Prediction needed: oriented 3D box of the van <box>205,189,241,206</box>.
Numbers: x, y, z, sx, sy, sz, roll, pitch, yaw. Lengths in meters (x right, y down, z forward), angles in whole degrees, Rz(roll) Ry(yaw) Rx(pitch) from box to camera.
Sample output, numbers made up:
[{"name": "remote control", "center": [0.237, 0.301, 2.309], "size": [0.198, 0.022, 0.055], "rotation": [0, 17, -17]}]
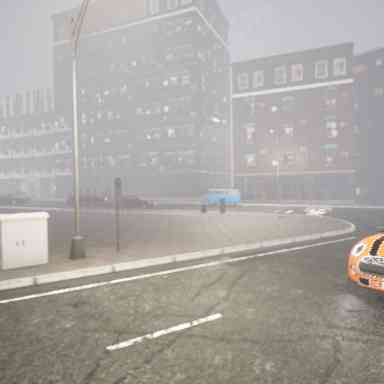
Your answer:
[{"name": "van", "center": [3.453, 0.579, 36.625], "size": [3.998, 1.788, 1.690], "rotation": [0, 0, 24]}]

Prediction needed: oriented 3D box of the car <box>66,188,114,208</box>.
[{"name": "car", "center": [-10.328, 0.625, 33.541], "size": [5.009, 1.841, 2.192], "rotation": [1, 0, 24]}]

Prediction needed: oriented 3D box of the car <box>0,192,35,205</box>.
[{"name": "car", "center": [-20.643, 0.762, 38.085], "size": [4.507, 1.381, 1.887], "rotation": [1, 0, 24]}]

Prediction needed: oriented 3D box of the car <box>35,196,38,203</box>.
[{"name": "car", "center": [-21.223, 0.678, 41.188], "size": [4.674, 1.442, 1.812], "rotation": [0, 1, 24]}]

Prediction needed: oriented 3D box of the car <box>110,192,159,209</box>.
[{"name": "car", "center": [-5.176, 0.936, 31.270], "size": [4.206, 1.307, 1.802], "rotation": [0, 0, 24]}]

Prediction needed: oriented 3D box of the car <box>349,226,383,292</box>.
[{"name": "car", "center": [5.673, 1.228, 7.799], "size": [4.553, 1.767, 2.097], "rotation": [-1, 1, -36]}]

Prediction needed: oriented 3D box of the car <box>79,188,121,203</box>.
[{"name": "car", "center": [-12.010, 0.419, 43.437], "size": [5.009, 1.841, 2.192], "rotation": [1, 0, 24]}]
